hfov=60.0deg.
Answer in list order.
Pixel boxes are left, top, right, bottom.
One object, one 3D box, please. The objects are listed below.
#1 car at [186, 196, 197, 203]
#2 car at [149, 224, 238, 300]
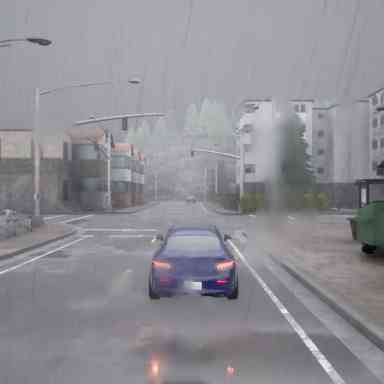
[{"bbox_3d":[-0.143,1.526,66.933,1.812,1.442,4.674,0,0,0],"label":"car"},{"bbox_3d":[0.040,1.526,8.290,1.812,1.442,4.674,0,0,0],"label":"car"}]
